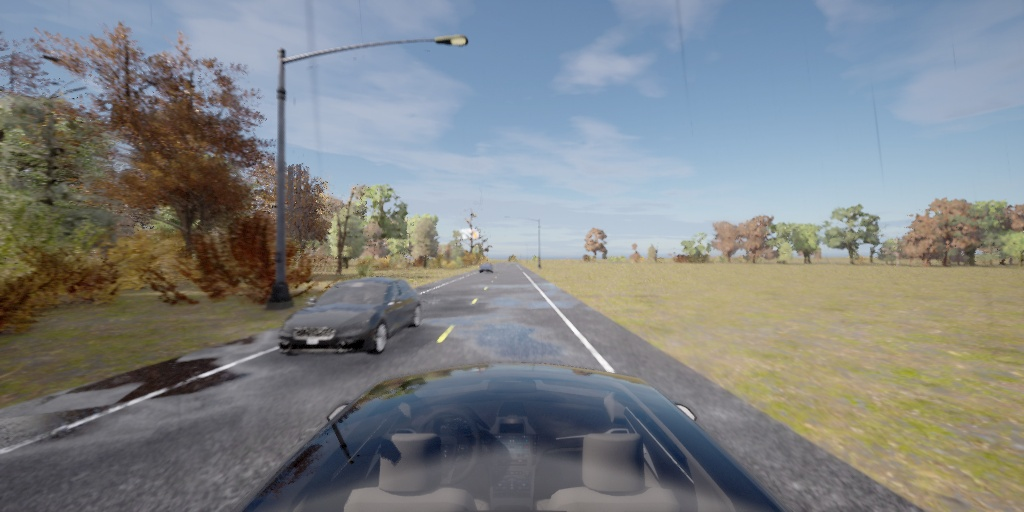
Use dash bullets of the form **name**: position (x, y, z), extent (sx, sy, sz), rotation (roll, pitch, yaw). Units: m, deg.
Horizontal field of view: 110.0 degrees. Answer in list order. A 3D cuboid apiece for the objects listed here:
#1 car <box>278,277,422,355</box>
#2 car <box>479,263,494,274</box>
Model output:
- **car**: position (-3.603, 1.317, 8.911), extent (1.837, 1.490, 4.892), rotation (0, 0, 0)
- **car**: position (-3.573, 1.712, 50.173), extent (2.033, 1.411, 5.357), rotation (0, 0, 0)
